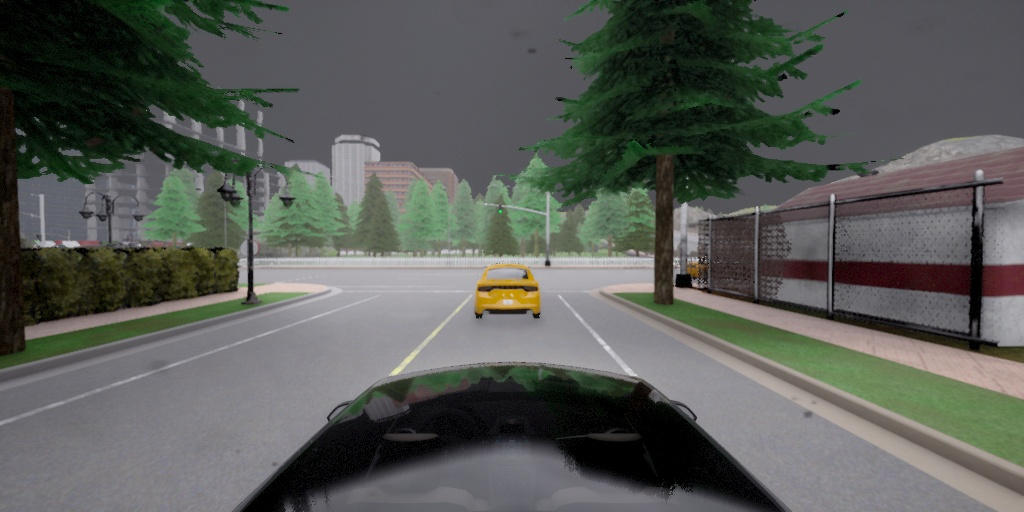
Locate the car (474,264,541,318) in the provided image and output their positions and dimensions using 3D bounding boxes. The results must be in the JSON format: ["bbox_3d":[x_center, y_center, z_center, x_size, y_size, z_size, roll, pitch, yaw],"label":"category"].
[{"bbox_3d":[-0.148,0.996,11.855,1.882,1.535,5.008,0,1,-1],"label":"car"}]

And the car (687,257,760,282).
[{"bbox_3d":[13.310,0.788,22.477,5.008,1.535,1.882,0,1,-1],"label":"car"}]
